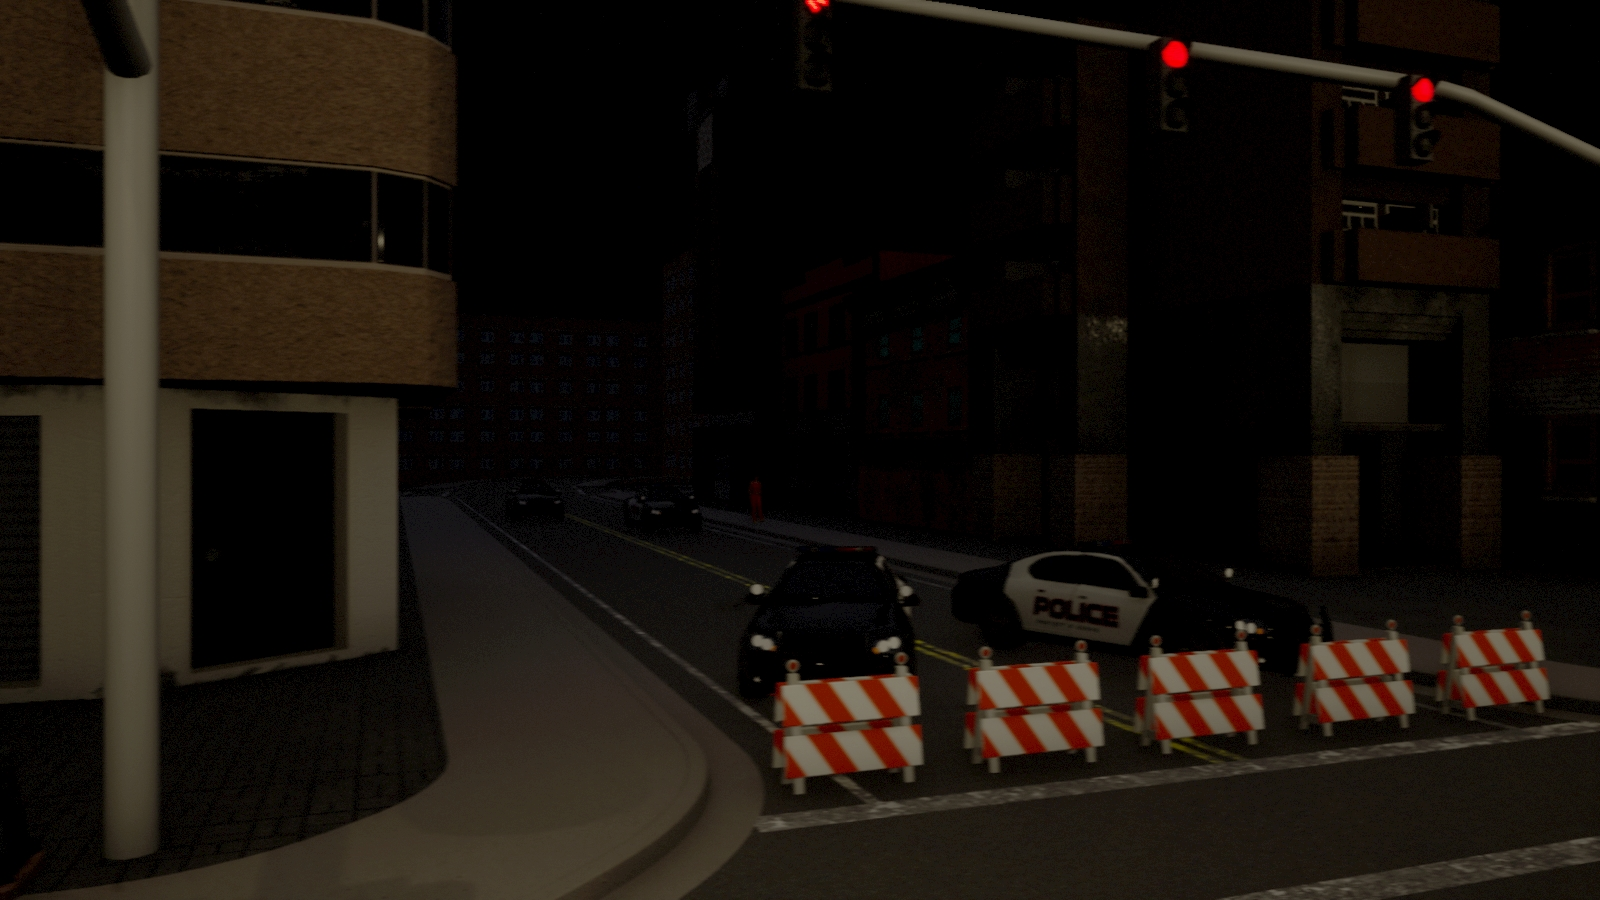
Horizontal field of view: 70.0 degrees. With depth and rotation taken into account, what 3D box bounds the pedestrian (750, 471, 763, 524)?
[{"bbox_3d":[-1.563,1.699,40.878,0.375,1.860,0.375,0,0,-21],"label":"pedestrian"}]
